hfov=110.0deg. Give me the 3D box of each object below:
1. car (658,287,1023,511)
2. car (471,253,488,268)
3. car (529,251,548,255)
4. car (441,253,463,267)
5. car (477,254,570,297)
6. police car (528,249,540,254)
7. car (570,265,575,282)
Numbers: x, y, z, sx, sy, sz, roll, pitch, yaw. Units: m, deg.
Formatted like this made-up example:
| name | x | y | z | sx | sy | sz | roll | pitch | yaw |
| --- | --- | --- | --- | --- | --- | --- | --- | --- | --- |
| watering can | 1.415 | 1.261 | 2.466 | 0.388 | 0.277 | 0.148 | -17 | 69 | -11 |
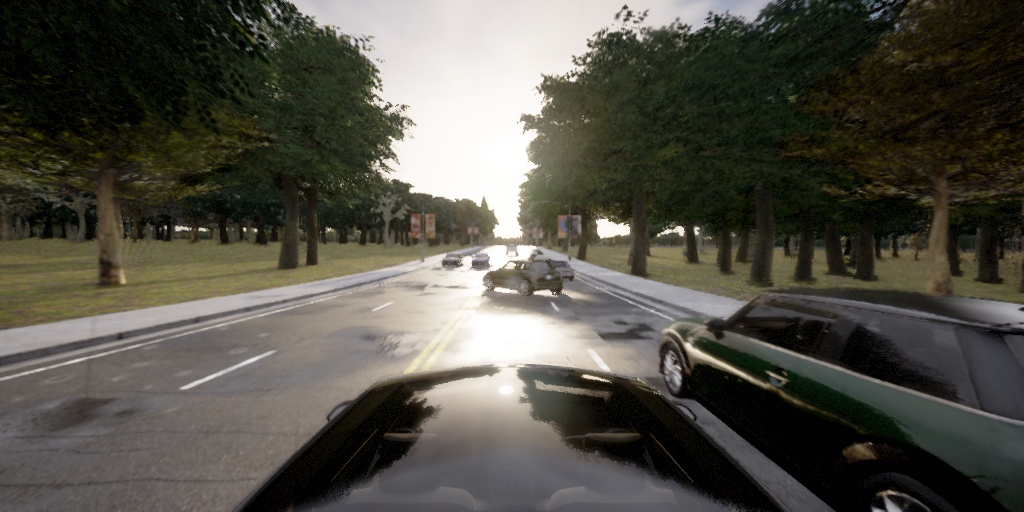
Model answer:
| name | x | y | z | sx | sy | sz | roll | pitch | yaw |
| --- | --- | --- | --- | --- | --- | --- | --- | --- | --- |
| car | 3.249 | 1.086 | 3.586 | 2.097 | 1.767 | 4.553 | 0 | 0 | 0 |
| car | -3.345 | 0.391 | 39.569 | 1.882 | 1.535 | 5.008 | 0 | 3 | 0 |
| car | 3.232 | 0.555 | 36.613 | 2.163 | 1.488 | 4.792 | 0 | 3 | 0 |
| car | -6.592 | 0.399 | 40.022 | 1.837 | 1.490 | 4.892 | 0 | 2 | 0 |
| car | 0.426 | 0.951 | 18.194 | 2.097 | 1.767 | 4.553 | -1 | 1 | -37 |
| police car | 3.227 | -0.086 | 47.673 | 1.930 | 1.638 | 5.238 | 0 | 3 | 0 |
| car | 3.238 | 0.990 | 25.602 | 2.033 | 1.411 | 5.357 | 0 | 2 | 0 |
